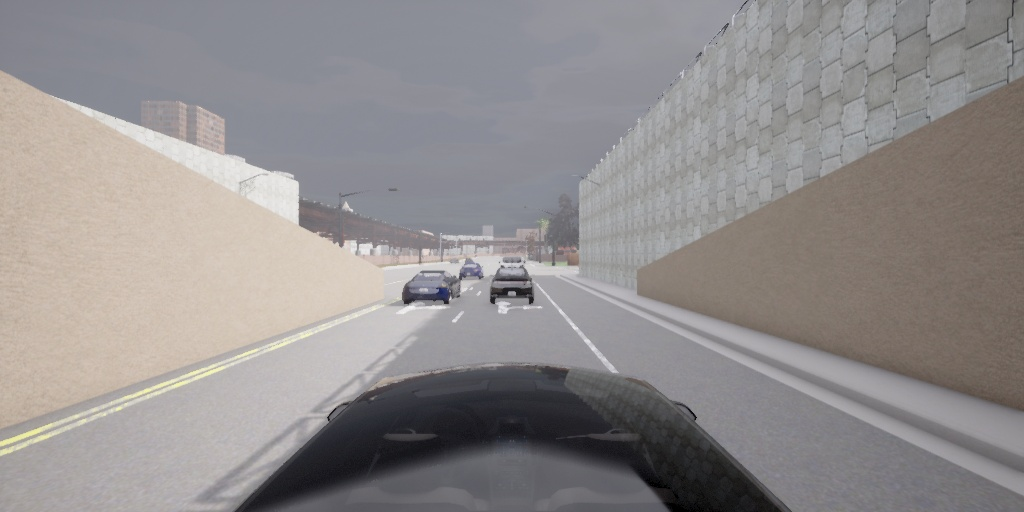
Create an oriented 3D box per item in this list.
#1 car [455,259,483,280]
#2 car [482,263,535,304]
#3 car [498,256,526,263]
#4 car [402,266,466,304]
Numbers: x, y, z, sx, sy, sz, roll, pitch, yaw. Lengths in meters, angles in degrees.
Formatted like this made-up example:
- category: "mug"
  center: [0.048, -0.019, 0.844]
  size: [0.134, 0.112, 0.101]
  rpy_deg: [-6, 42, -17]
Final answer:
- category: "car"
  center: [-3.500, 1.280, 31.225]
  size: [1.812, 1.442, 4.674]
  rpy_deg: [0, 0, 0]
- category: "car"
  center: [0.000, 1.242, 16.225]
  size: [2.128, 1.511, 4.902]
  rpy_deg: [0, 0, 0]
- category: "car"
  center: [0.000, 1.005, 31.255]
  size: [2.150, 2.045, 5.566]
  rpy_deg: [0, 0, 0]
- category: "car"
  center: [-3.499, 1.317, 16.225]
  size: [1.994, 1.385, 4.181]
  rpy_deg: [0, 0, 0]
